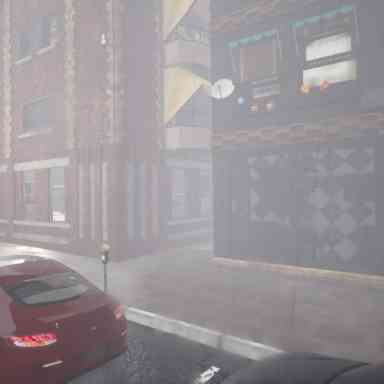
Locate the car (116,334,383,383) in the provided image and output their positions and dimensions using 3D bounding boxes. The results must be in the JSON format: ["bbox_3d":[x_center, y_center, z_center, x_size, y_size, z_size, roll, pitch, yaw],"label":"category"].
[{"bbox_3d":[1.881,1.566,1.507,4.313,1.339,1.947,0,-1,35],"label":"car"}]

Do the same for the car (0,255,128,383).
[{"bbox_3d":[-2.731,1.583,4.783,4.206,1.307,1.802,0,-1,35],"label":"car"}]
